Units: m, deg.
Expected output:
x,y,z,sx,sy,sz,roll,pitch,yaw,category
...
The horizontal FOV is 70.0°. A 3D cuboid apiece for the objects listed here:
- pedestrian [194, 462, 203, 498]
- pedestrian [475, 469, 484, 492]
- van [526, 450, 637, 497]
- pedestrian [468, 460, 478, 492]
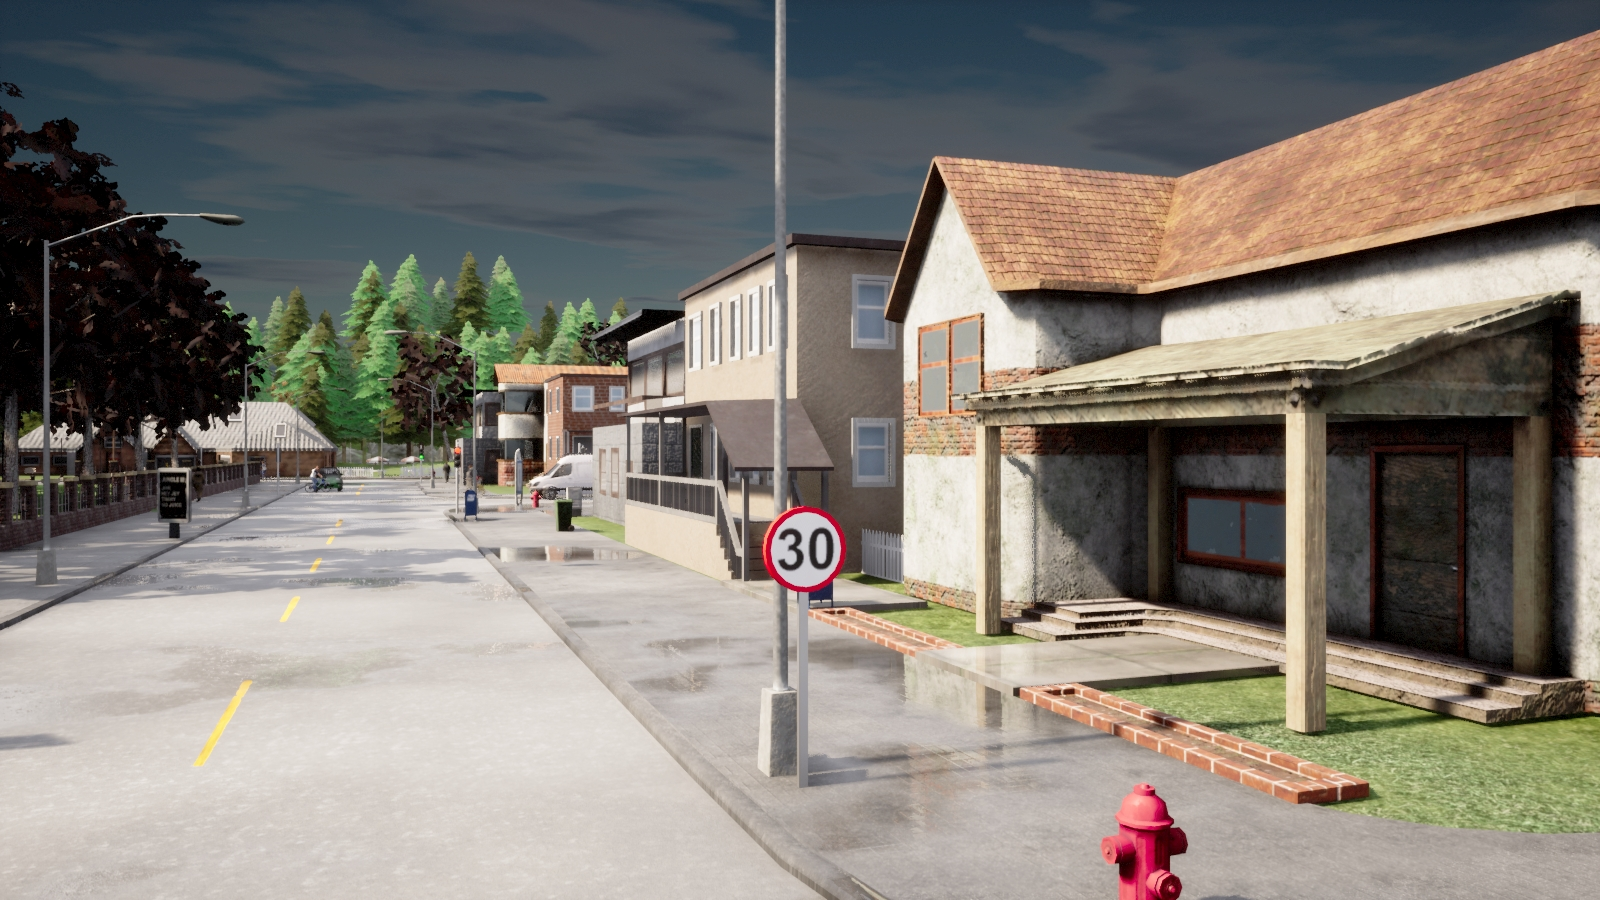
x,y,z,sx,sy,sz,roll,pitch,yaw,category
-30.839,1.525,58.570,0.375,1.860,0.375,0,0,-20,pedestrian
-18.789,1.797,67.011,0.375,1.300,0.375,0,0,6,pedestrian
-12.409,1.314,64.934,5.915,2.561,1.988,0,0,-20,van
-19.021,1.516,66.437,0.375,1.860,0.375,0,0,16,pedestrian
